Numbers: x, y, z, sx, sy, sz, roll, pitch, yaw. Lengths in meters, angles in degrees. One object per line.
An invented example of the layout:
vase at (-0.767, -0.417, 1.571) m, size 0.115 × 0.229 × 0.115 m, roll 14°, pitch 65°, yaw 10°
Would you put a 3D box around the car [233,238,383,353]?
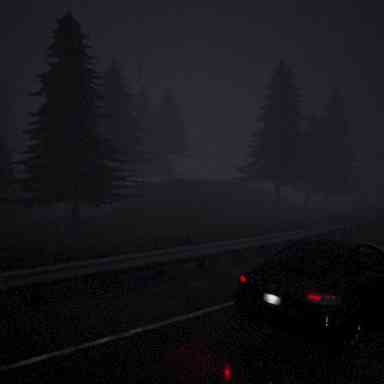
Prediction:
car at (2.734, 1.582, 6.295) m, size 4.181 × 1.385 × 1.994 m, roll 0°, pitch 0°, yaw -40°
